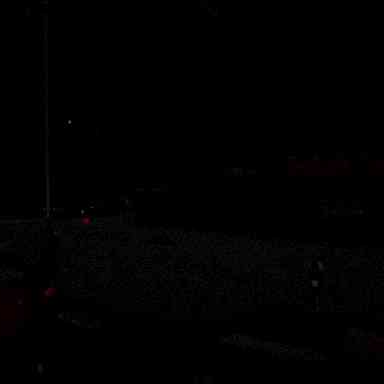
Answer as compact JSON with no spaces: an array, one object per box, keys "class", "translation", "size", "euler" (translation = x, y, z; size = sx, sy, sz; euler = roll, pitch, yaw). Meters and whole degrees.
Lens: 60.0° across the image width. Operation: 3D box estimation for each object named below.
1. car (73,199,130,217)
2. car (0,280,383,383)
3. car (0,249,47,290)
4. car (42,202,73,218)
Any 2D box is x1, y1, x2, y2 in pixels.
[{"class":"car","translation":[-7.426,1.349,28.538],"size":[1.812,1.442,4.674],"euler":[-1,0,36]},{"class":"car","translation":[0.475,1.583,2.487],"size":[4.206,1.307,1.802],"euler":[0,-1,35]},{"class":"car","translation":[-3.955,1.591,5.643],"size":[4.206,1.307,1.802],"euler":[0,-1,35]},{"class":"car","translation":[-10.545,1.495,29.253],"size":[1.895,1.301,4.718],"euler":[-1,0,36]}]
